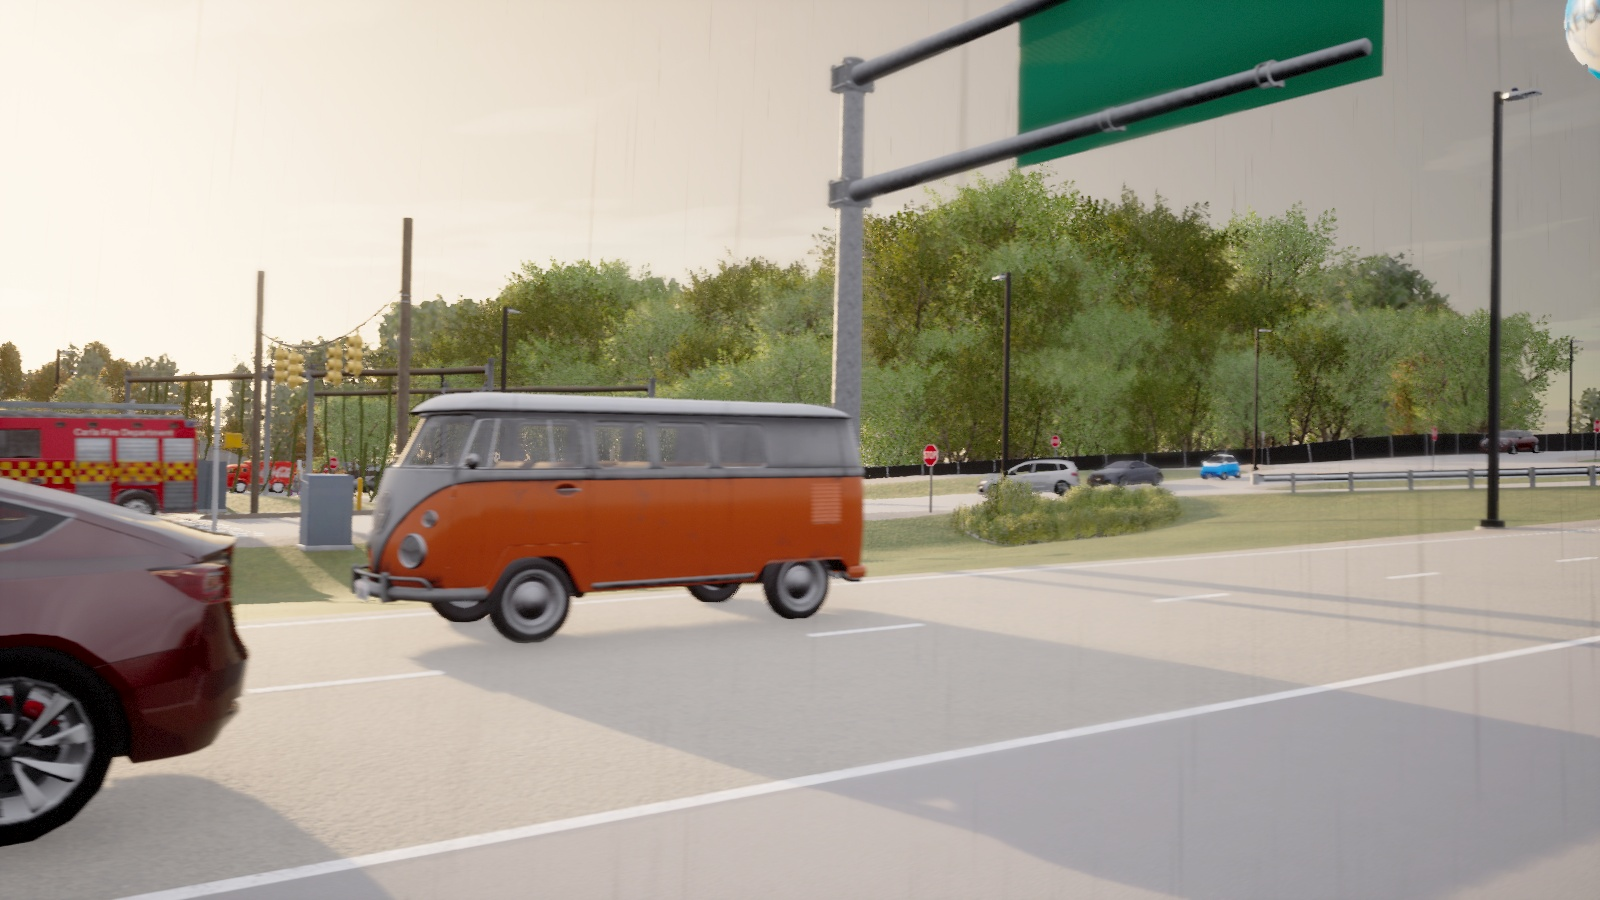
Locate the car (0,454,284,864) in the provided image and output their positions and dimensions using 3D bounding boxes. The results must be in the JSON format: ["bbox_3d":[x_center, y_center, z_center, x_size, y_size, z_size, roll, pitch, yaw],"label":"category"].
[{"bbox_3d":[-4.691,0.766,4.649,4.792,1.488,2.163,0,0,-35],"label":"car"}]

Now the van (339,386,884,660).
[{"bbox_3d":[-1.549,0.530,11.107,4.442,1.987,1.775,0,0,-35],"label":"van"}]

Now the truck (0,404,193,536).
[{"bbox_3d":[-23.381,0.576,38.192,8.468,3.827,2.891,0,0,-36],"label":"truck"}]

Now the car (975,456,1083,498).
[{"bbox_3d":[10.228,1.189,56.317,4.611,1.667,2.242,-2,-1,10],"label":"car"}]

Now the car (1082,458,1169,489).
[{"bbox_3d":[16.713,1.164,64.463,4.181,1.385,1.994,-3,1,-34],"label":"car"}]

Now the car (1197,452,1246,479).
[{"bbox_3d":[23.127,0.836,68.835,2.207,1.376,1.481,-3,2,-34],"label":"car"}]
